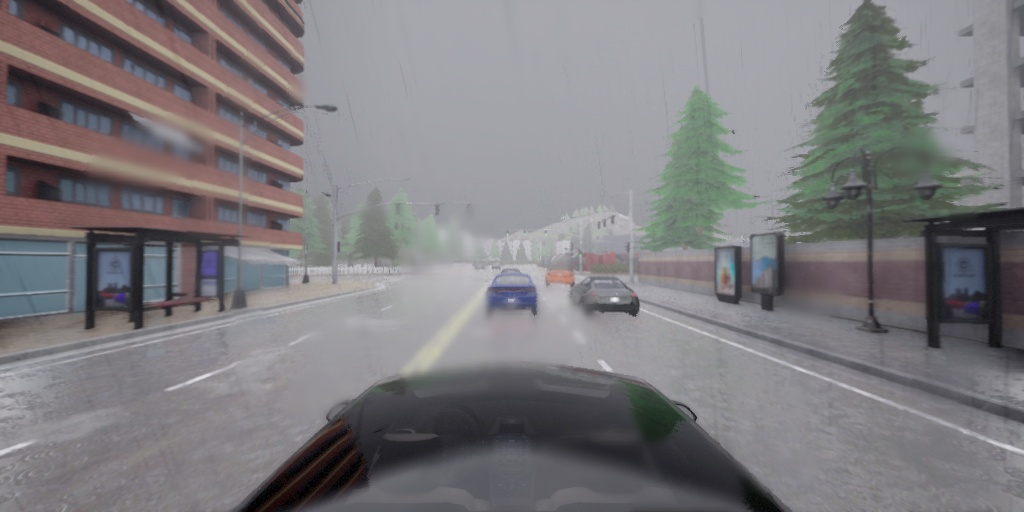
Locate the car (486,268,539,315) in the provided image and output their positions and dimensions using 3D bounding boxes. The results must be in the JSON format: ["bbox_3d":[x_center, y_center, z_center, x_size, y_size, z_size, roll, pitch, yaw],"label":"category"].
[{"bbox_3d":[0.045,1.404,14.469,1.882,1.535,5.008,0,-1,1],"label":"car"}]

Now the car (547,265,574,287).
[{"bbox_3d":[3.842,1.473,28.566,2.097,1.767,4.553,0,-1,6],"label":"car"}]

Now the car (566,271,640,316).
[{"bbox_3d":[3.546,1.489,14.320,1.994,1.385,4.181,0,-1,0],"label":"car"}]

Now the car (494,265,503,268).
[{"bbox_3d":[-0.126,1.647,26.963,2.033,1.411,5.357,0,-1,-3],"label":"car"}]
